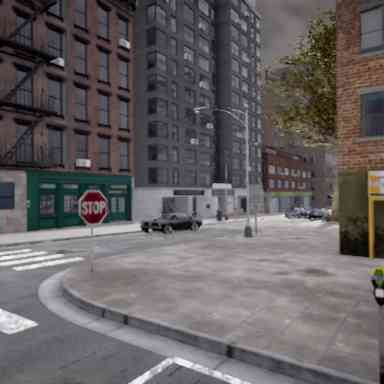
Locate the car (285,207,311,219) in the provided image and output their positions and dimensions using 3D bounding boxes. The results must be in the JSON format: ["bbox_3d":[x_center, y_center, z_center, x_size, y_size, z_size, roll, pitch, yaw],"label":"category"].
[{"bbox_3d":[13.703,2.694,43.603,1.812,1.442,4.674,-1,-2,36],"label":"car"}]

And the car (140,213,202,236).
[{"bbox_3d":[-1.313,2.111,22.406,1.895,1.301,4.718,-1,-2,35],"label":"car"}]

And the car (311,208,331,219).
[{"bbox_3d":[16.478,2.719,42.680,1.994,1.385,4.181,-1,-2,35],"label":"car"}]
